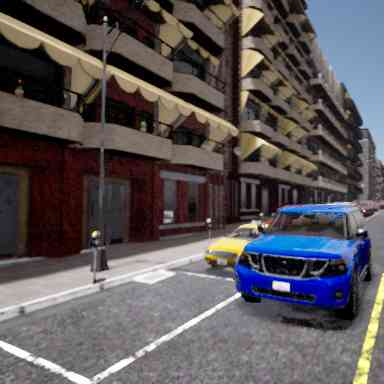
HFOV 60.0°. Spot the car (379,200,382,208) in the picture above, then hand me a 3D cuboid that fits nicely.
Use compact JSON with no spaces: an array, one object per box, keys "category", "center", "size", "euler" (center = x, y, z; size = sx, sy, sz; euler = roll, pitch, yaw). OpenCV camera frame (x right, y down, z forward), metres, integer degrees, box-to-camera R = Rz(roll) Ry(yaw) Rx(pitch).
[{"category":"car","center":[29.045,2.481,53.613],"size":[1.947,1.339,4.313],"euler":[1,0,33]}]

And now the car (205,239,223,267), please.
[{"category":"car","center":[2.165,1.709,11.525],"size":[1.752,1.417,4.829],"euler":[1,0,33]}]

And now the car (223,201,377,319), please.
[{"category":"car","center":[3.065,1.354,8.207],"size":[2.150,2.045,5.566],"euler":[-1,-1,33]}]

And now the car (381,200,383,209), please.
[{"category":"car","center":[37.978,2.504,67.594],"size":[2.192,1.841,5.009],"euler":[1,0,33]}]

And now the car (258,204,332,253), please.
[{"category":"car","center":[5.238,1.575,16.330],"size":[2.192,1.841,5.009],"euler":[1,0,33]}]

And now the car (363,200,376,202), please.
[{"category":"car","center":[20.120,1.974,39.632],"size":[2.192,1.841,5.009],"euler":[1,0,33]}]

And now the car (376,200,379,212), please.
[{"category":"car","center":[23.096,2.058,44.292],"size":[2.192,1.841,5.009],"euler":[1,0,33]}]

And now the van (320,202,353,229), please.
[{"category":"van","center":[11.189,1.754,25.649],"size":[1.690,1.788,3.998],"euler":[1,0,33]}]
